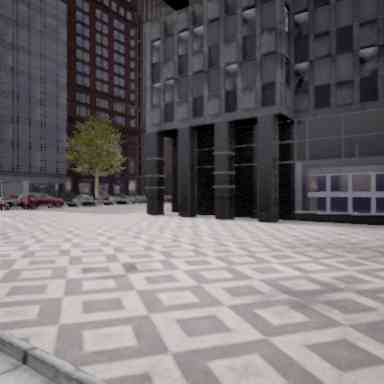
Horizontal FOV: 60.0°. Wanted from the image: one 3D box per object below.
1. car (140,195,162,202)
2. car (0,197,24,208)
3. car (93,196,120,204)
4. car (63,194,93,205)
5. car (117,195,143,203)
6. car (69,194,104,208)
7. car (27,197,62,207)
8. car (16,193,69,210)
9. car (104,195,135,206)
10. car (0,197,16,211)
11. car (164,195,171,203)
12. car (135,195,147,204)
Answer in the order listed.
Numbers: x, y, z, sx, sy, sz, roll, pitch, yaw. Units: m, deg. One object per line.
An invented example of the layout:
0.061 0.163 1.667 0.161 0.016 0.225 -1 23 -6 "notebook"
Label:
-7.976 1.261 65.461 1.947 1.339 4.313 0 0 35 "car"
-23.988 1.331 42.251 1.947 1.339 4.313 0 0 35 "car"
-14.381 1.300 56.177 1.802 1.307 4.206 0 0 35 "car"
-17.584 1.172 51.534 1.967 1.590 4.097 0 0 35 "car"
-11.275 1.231 60.678 1.752 1.417 4.829 0 0 35 "car"
-13.771 1.273 42.049 1.947 1.339 4.313 0 0 35 "car"
-20.786 1.330 46.893 1.802 1.307 4.206 0 0 35 "car"
-16.974 1.039 37.407 2.192 1.841 5.009 0 0 35 "car"
-10.569 1.257 46.689 1.947 1.339 4.313 0 0 35 "car"
-20.175 1.326 32.766 1.802 1.307 4.206 0 0 35 "car"
-4.165 1.210 55.972 1.887 1.381 4.507 0 0 35 "car"
-8.884 1.235 53.813 2.033 1.411 5.357 0 0 35 "car"
